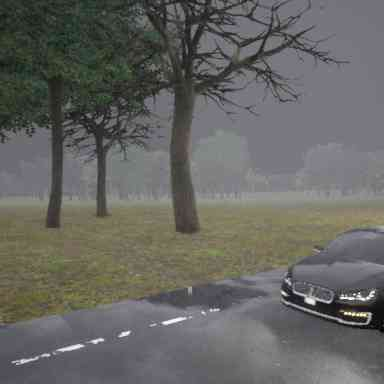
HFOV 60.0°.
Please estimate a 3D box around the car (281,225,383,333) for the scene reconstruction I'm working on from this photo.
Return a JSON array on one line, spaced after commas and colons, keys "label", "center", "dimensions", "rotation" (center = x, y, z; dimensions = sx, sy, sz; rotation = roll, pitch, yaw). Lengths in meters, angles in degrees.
[{"label": "car", "center": [3.873, 1.495, 6.751], "dimensions": [4.892, 1.490, 1.837], "rotation": [0, 0, -35]}]
